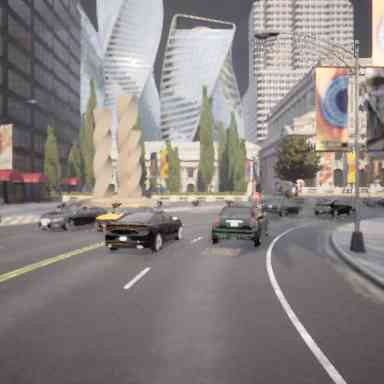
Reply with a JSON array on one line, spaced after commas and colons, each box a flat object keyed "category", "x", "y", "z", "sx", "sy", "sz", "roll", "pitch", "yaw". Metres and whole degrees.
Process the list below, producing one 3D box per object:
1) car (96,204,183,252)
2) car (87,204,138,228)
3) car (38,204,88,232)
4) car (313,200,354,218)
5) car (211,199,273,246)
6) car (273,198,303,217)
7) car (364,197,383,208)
[{"category": "car", "x": -1.802, "y": 1.479, "z": 14.023, "sx": 1.882, "sy": 1.535, "sz": 5.008, "roll": 0, "pitch": 0, "yaw": 14}, {"category": "car", "x": -3.648, "y": 1.479, "z": 19.854, "sx": 1.882, "sy": 1.535, "sz": 5.008, "roll": 0, "pitch": 0, "yaw": 24}, {"category": "car", "x": -7.122, "y": 1.493, "z": 20.425, "sx": 2.128, "sy": 1.511, "sz": 4.902, "roll": 0, "pitch": 0, "yaw": 23}, {"category": "car", "x": 13.063, "y": 1.494, "z": 30.500, "sx": 4.902, "sy": 1.511, "sz": 2.128, "roll": 0, "pitch": 0, "yaw": -40}, {"category": "car", "x": 2.431, "y": 1.353, "z": 15.739, "sx": 2.097, "sy": 1.767, "sz": 4.553, "roll": 0, "pitch": 0, "yaw": 19}, {"category": "car", "x": 8.463, "y": 1.354, "z": 31.028, "sx": 2.097, "sy": 1.767, "sz": 4.553, "roll": 0, "pitch": 0, "yaw": 45}, {"category": "car", "x": 27.362, "y": 1.510, "z": 47.943, "sx": 4.892, "sy": 1.490, "sz": 1.837, "roll": 0, "pitch": 0, "yaw": -9}]
